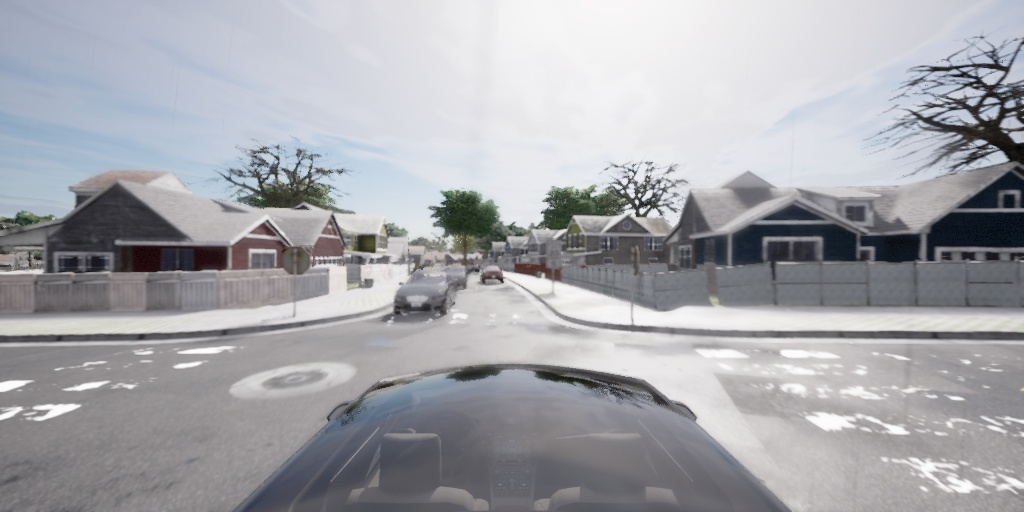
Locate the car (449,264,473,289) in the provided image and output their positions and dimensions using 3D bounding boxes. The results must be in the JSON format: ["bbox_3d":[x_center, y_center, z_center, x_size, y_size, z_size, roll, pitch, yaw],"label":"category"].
[{"bbox_3d":[-4.045,1.483,25.462,2.128,1.511,4.902,1,-1,-6],"label":"car"}]

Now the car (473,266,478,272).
[{"bbox_3d":[-6.547,2.103,59.469,1.895,1.301,4.718,0,-1,-13],"label":"car"}]

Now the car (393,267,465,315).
[{"bbox_3d":[-3.243,1.351,14.160,2.128,1.511,4.902,1,-1,-3],"label":"car"}]

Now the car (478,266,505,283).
[{"bbox_3d":[-1.819,1.620,32.450,1.812,1.442,4.674,1,-1,-7],"label":"car"}]
